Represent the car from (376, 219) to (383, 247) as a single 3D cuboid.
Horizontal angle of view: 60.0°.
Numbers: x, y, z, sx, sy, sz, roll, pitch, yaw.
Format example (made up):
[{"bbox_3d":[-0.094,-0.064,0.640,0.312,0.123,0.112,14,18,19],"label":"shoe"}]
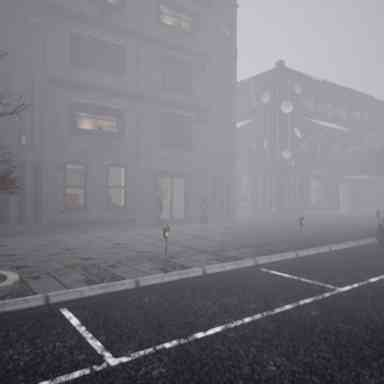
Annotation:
[{"bbox_3d":[9.436,1.269,13.353,5.009,1.841,2.192,0,1,-36],"label":"car"}]
